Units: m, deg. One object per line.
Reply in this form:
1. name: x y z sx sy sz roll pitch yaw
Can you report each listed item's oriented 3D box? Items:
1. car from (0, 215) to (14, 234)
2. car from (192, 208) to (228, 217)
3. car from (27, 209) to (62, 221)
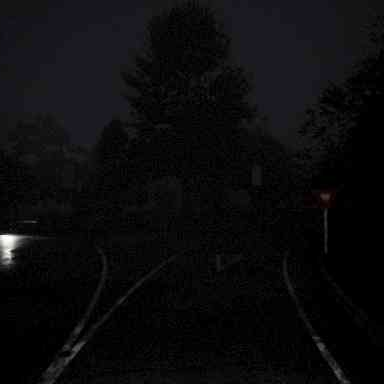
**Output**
1. car: -14.050 2.216 23.196 4.181 1.385 1.994 -2 -3 45
2. car: 2.722 3.168 50.872 5.357 1.411 2.033 0 -2 21
3. car: -18.346 2.878 41.653 1.994 1.385 4.181 -1 -2 24
